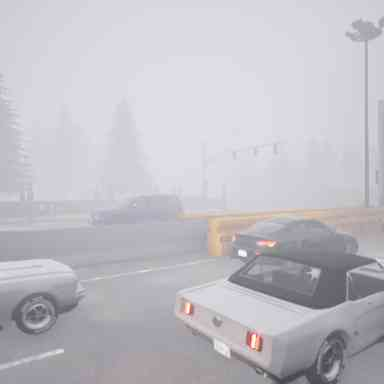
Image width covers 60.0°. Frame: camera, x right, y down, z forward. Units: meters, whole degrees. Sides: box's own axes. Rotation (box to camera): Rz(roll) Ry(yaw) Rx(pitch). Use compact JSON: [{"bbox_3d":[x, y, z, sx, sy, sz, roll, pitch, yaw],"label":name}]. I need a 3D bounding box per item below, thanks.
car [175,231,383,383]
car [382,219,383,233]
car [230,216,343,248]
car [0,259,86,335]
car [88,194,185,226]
[{"bbox_3d":[2.174,1.576,5.280,4.718,1.301,1.895,-1,0,-35],"label":"car"},{"bbox_3d":[10.630,1.406,15.563,4.674,1.442,1.812,-1,0,-36],"label":"car"},{"bbox_3d":[3.242,1.473,10.321,4.674,1.442,1.812,-1,0,-35],"label":"car"},{"bbox_3d":[-4.178,1.601,5.065,4.718,1.301,1.895,0,0,-35],"label":"car"},{"bbox_3d":[-3.003,1.169,19.000,5.566,2.045,2.150,-1,0,-35],"label":"car"}]
